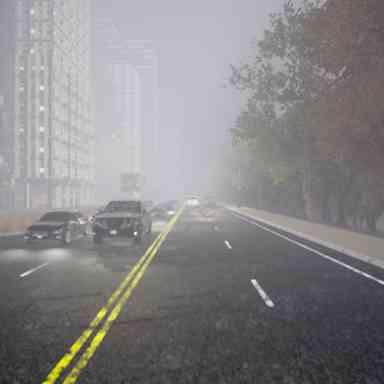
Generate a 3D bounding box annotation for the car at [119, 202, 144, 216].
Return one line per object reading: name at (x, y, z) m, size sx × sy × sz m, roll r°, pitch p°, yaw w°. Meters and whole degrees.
car at (-6.605, 1.828, 36.781) m, size 1.812 × 1.442 × 4.674 m, roll 0°, pitch 0°, yaw 0°

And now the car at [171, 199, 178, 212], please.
car at (-3.340, 1.933, 45.114) m, size 1.994 × 1.385 × 4.181 m, roll 0°, pitch 0°, yaw 0°

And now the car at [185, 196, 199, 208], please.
car at (-0.007, 1.697, 57.384) m, size 2.150 × 2.045 × 5.566 m, roll 0°, pitch 0°, yaw 0°

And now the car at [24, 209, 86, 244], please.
car at (-6.607, 1.668, 16.843) m, size 1.837 × 1.490 × 4.892 m, roll 0°, pitch 1°, yaw 0°

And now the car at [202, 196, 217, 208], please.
car at (3.242, 1.966, 57.352) m, size 2.128 × 1.511 × 4.902 m, roll 0°, pitch 0°, yaw 0°

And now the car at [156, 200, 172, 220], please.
car at (-3.356, 1.750, 31.426) m, size 2.128 × 1.511 × 4.902 m, roll 0°, pitch 0°, yaw 0°

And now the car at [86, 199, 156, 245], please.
car at (-3.356, 1.379, 16.995) m, size 2.150 × 2.045 × 5.566 m, roll 0°, pitch 0°, yaw 0°

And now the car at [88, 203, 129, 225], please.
car at (-6.608, 1.713, 26.960) m, size 2.128 × 1.511 × 4.902 m, roll 0°, pitch -1°, yaw 0°

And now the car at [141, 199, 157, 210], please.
car at (-6.562, 1.925, 50.873) m, size 1.837 × 1.490 × 4.892 m, roll 0°, pitch 0°, yaw 0°

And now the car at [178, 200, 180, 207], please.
car at (-3.257, 2.037, 61.943) m, size 1.882 × 1.535 × 5.008 m, roll 0°, pitch 0°, yaw 0°

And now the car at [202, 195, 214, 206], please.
car at (3.242, 1.735, 67.778) m, size 2.150 × 2.045 × 5.566 m, roll 0°, pitch 0°, yaw 0°
